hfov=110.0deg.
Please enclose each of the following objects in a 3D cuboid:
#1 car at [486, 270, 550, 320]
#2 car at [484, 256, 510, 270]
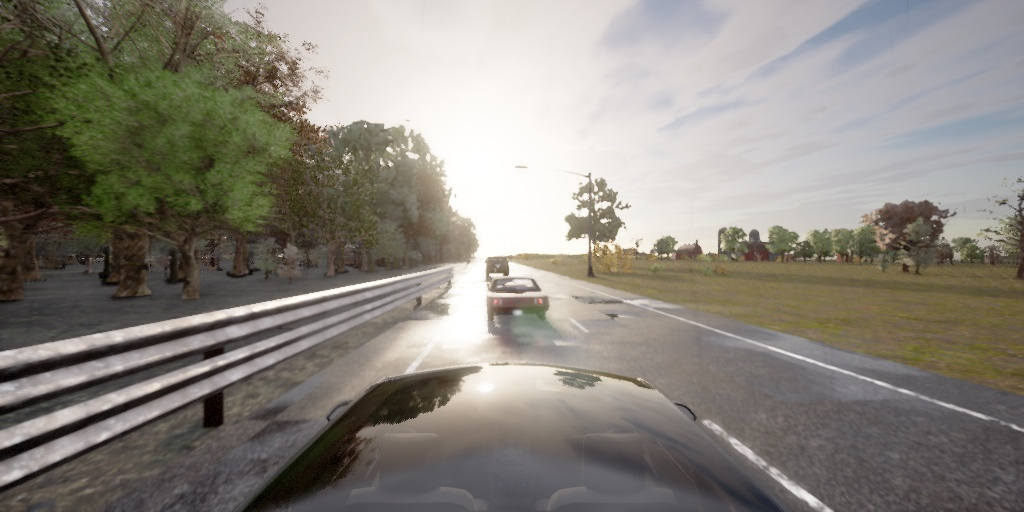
[{"bbox_3d":[0.031,1.362,12.652,1.895,1.301,4.718,0,0,-4],"label":"car"},{"bbox_3d":[-1.418,1.022,34.317,2.150,2.045,5.566,0,0,-4],"label":"car"}]
